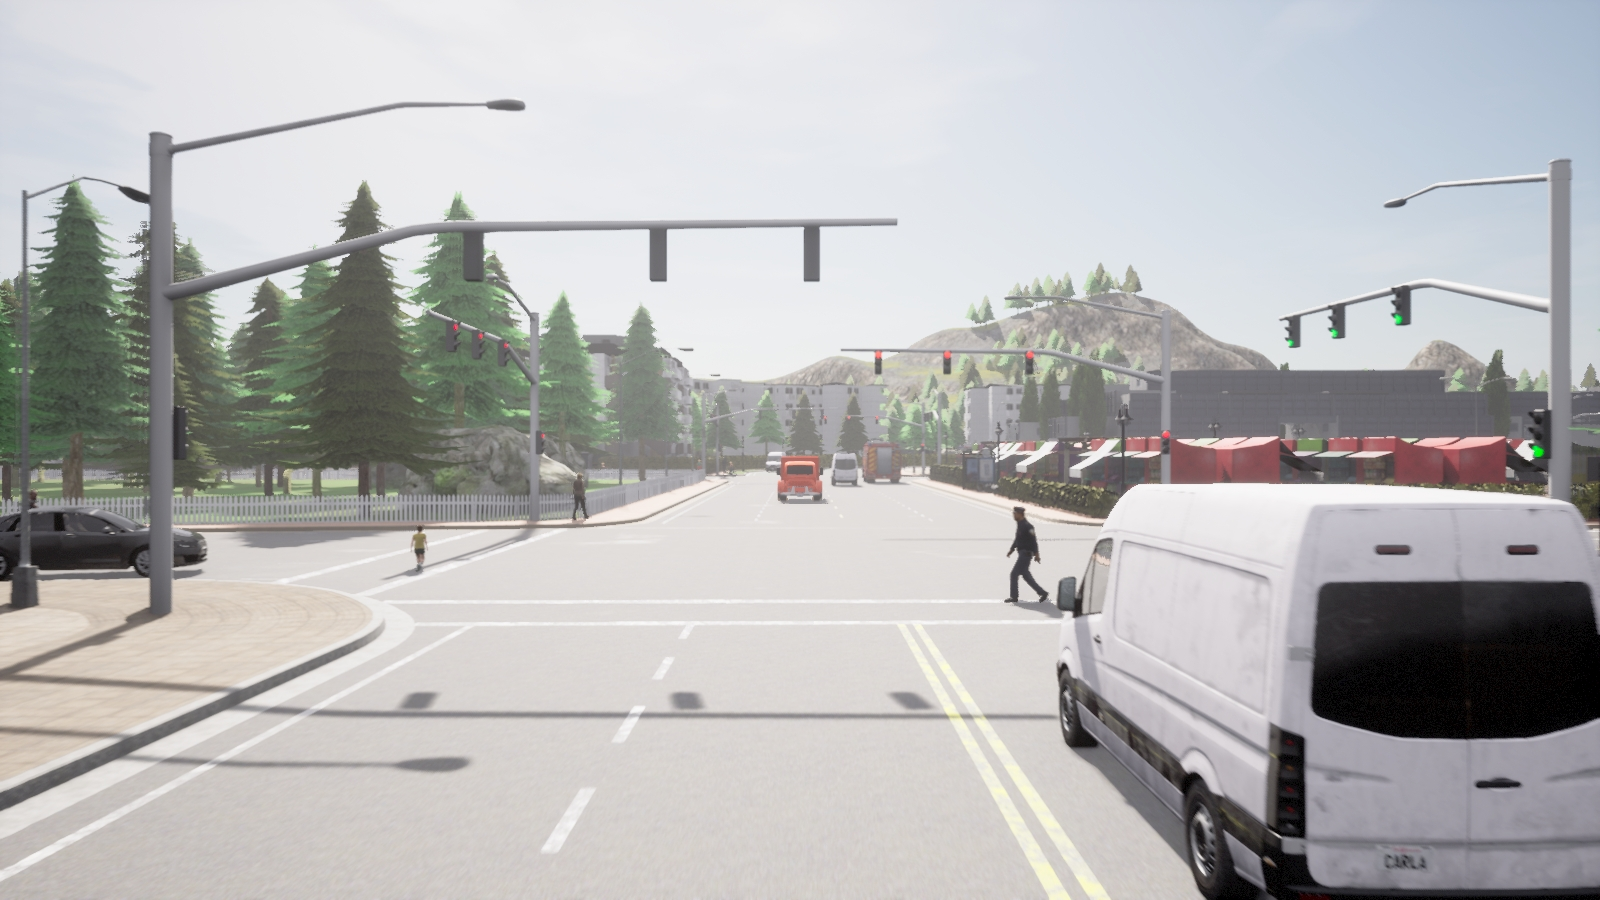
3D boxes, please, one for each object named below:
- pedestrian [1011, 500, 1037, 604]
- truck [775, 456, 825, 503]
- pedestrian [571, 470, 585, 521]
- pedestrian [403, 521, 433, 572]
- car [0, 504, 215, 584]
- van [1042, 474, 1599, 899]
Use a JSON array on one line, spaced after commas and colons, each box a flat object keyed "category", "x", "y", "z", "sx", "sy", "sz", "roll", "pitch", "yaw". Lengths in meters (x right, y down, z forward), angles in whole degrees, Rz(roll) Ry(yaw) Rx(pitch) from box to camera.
[{"category": "pedestrian", "x": 4.067, "y": 1.846, "z": 20.760, "sx": 0.375, "sy": 1.860, "sz": 0.375, "roll": 0, "pitch": 0, "yaw": -3}, {"category": "truck", "x": -0.004, "y": 1.567, "z": 62.933, "sx": 2.627, "sy": 2.467, "sz": 5.204, "roll": 0, "pitch": 0, "yaw": 0}, {"category": "pedestrian", "x": -8.251, "y": 1.697, "z": 42.528, "sx": 0.375, "sy": 1.860, "sz": 0.375, "roll": 0, "pitch": 0, "yaw": 25}, {"category": "pedestrian", "x": -8.635, "y": 2.175, "z": 25.849, "sx": 0.500, "sy": 1.100, "sz": 0.500, "roll": 0, "pitch": 0, "yaw": 0}, {"category": "car", "x": -15.627, "y": 2.006, "z": 24.832, "sx": 4.892, "sy": 1.480, "sz": 2.231, "roll": 0, "pitch": 0, "yaw": -19}, {"category": "van", "x": 3.505, "y": 1.534, "z": 8.904, "sx": 1.988, "sy": 2.561, "sz": 5.915, "roll": 0, "pitch": 0, "yaw": 0}]
